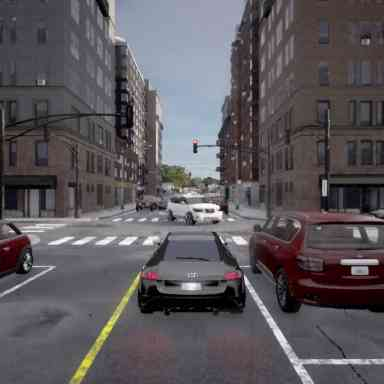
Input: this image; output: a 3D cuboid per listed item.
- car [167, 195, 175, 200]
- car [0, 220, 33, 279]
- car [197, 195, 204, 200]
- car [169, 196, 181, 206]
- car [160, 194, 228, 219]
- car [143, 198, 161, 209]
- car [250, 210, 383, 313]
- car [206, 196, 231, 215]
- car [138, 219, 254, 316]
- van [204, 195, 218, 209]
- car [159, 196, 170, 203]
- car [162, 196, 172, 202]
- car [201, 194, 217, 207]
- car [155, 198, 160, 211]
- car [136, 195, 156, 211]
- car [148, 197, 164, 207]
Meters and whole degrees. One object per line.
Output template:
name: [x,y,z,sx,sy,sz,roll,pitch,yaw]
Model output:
car: [-5.555,1.575,89.674,1.802,1.307,4.206,0,0,0]
car: [-5.400,1.440,7.581,1.967,1.590,4.097,0,0,0]
car: [2.485,1.518,95.363,1.752,1.417,4.829,0,0,0]
car: [-2.937,1.522,57.070,1.812,1.442,4.674,0,0,0]
car: [-0.033,1.220,24.043,2.150,2.045,5.566,0,0,-27]
car: [-5.495,1.563,45.643,1.947,1.339,4.313,0,0,0]
car: [2.625,1.315,7.595,2.192,1.841,5.009,0,0,0]
car: [2.641,1.314,34.652,2.192,1.841,5.009,0,0,0]
car: [0.012,1.564,7.617,1.994,1.385,4.181,0,0,1]
van: [2.613,1.339,45.659,1.690,1.788,3.998,0,0,0]
car: [-5.525,1.540,67.659,1.887,1.381,4.507,0,0,0]
car: [-5.532,1.539,73.162,1.887,1.381,4.507,0,0,0]
car: [2.599,1.312,51.163,2.192,1.841,5.009,0,0,0]
car: [-2.919,1.560,40.161,1.994,1.385,4.181,0,0,0]
car: [-5.488,1.313,40.140,2.192,1.841,5.009,0,0,0]
car: [-5.503,1.548,51.147,2.008,1.369,4.403,0,0,0]
